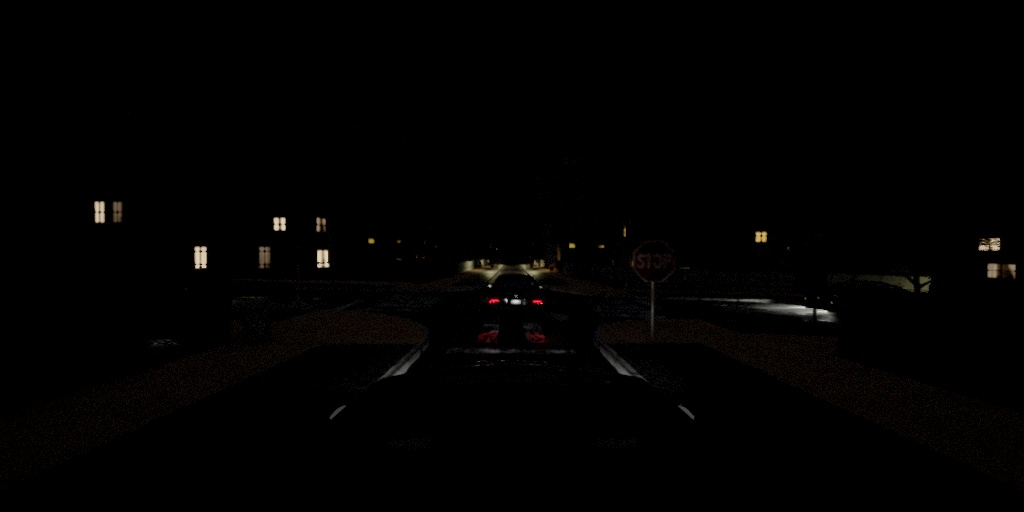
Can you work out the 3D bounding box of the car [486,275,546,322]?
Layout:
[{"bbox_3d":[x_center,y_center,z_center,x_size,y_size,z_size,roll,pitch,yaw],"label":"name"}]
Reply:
[{"bbox_3d":[0.115,1.360,12.468,2.033,1.411,5.357,1,-1,0],"label":"car"}]

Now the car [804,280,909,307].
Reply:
[{"bbox_3d":[16.442,1.847,16.955,4.181,1.385,1.994,2,1,-1],"label":"car"}]

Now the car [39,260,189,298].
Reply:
[{"bbox_3d":[-15.070,0.935,13.827,4.892,1.490,1.837,2,1,0],"label":"car"}]
